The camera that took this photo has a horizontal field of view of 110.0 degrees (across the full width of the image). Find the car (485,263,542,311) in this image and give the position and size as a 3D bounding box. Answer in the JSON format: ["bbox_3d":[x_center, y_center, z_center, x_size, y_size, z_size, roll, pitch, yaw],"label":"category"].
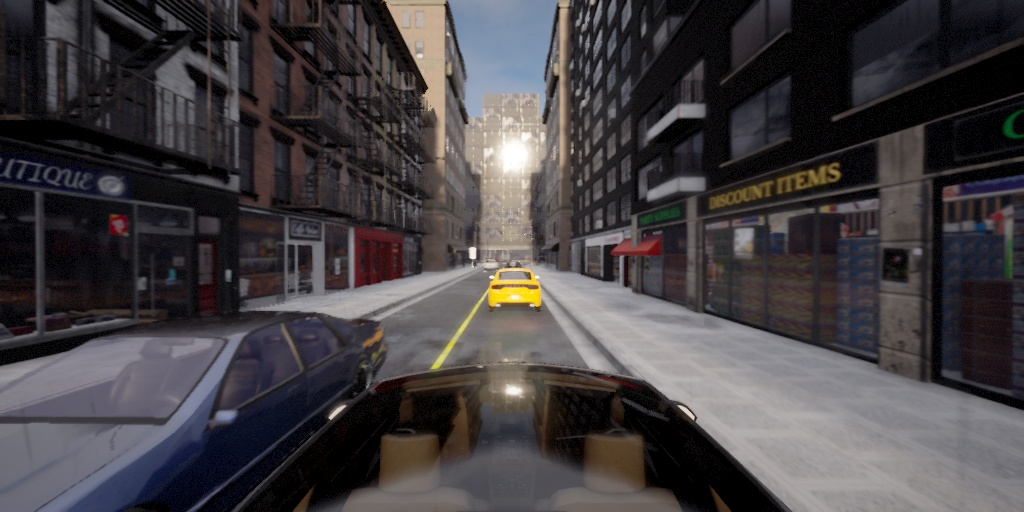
[{"bbox_3d":[0.107,1.221,14.488,1.882,1.535,5.008,0,0,0],"label":"car"}]

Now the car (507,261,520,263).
[{"bbox_3d":[0.119,1.232,34.777,1.812,1.442,4.674,0,0,0],"label":"car"}]

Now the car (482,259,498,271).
[{"bbox_3d":[-2.796,1.192,48.097,1.812,1.442,4.674,0,0,0],"label":"car"}]

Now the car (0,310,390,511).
[{"bbox_3d":[-2.849,1.298,3.411,2.033,1.411,5.357,0,0,0],"label":"car"}]
